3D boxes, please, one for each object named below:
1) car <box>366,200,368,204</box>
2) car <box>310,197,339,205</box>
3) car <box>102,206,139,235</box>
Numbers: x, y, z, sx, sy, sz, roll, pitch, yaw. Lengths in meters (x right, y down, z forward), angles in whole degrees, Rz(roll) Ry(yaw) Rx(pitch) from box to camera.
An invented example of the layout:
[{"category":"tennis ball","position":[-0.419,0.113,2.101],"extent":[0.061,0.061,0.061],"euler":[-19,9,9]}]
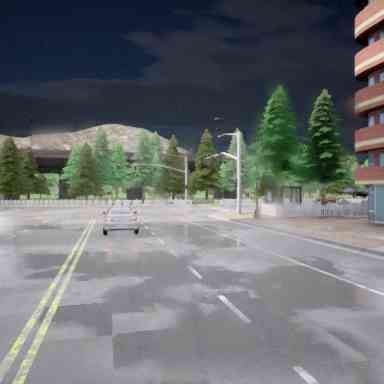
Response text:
[{"category":"car","position":[28.586,1.448,50.655],"extent":[4.892,1.490,1.837],"euler":[0,-1,-6]},{"category":"car","position":[21.117,1.469,52.821],"extent":[4.674,1.442,1.812],"euler":[0,0,-12]},{"category":"car","position":[-4.043,1.525,18.761],"extent":[1.812,1.442,4.674],"euler":[0,0,-14]}]
